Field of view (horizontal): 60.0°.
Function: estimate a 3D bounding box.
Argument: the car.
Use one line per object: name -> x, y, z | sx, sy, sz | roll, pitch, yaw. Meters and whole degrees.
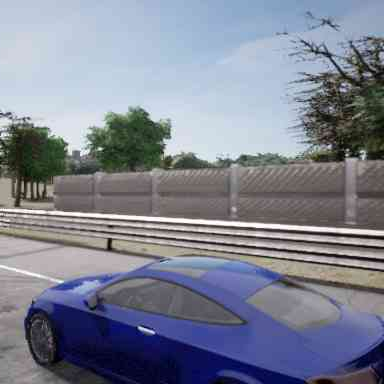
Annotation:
car -> -0.161, 1.528, 4.106 | 4.674, 1.442, 1.812 | 0, 0, 35
